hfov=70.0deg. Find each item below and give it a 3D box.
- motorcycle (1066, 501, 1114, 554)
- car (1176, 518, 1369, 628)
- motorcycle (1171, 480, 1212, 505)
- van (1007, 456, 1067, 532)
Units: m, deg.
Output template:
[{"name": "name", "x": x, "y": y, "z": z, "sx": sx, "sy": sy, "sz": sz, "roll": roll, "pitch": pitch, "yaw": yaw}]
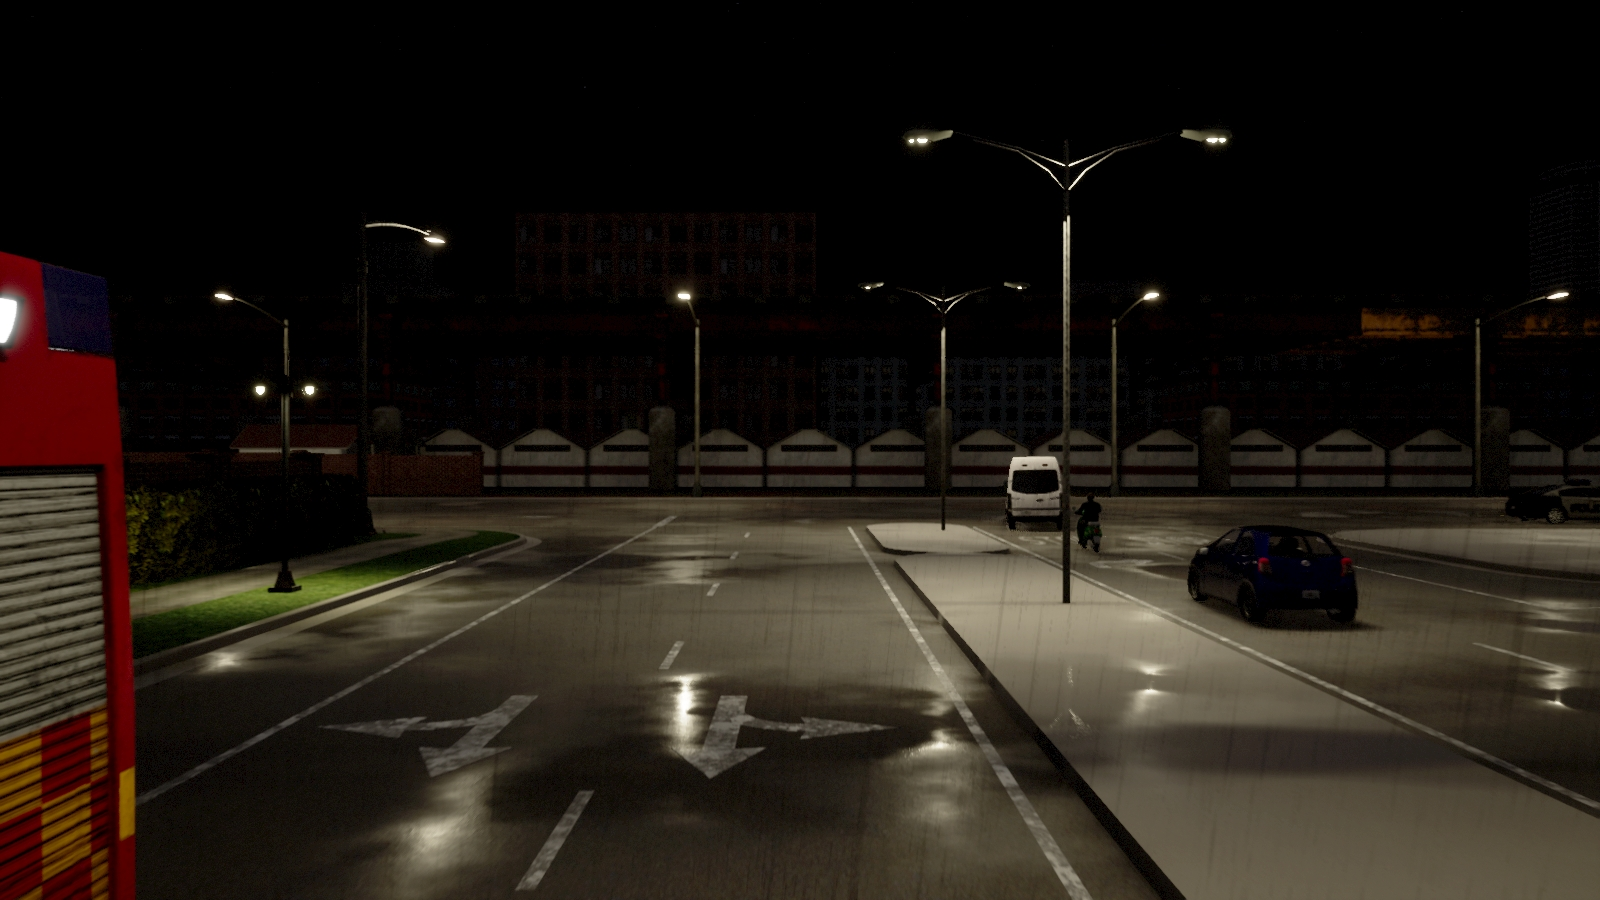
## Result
[{"name": "motorcycle", "x": 8.005, "y": 2.128, "z": 31.622, "sx": 0.856, "sy": 1.341, "sz": 1.805, "roll": 0, "pitch": 0, "yaw": 0}, {"name": "car", "x": 8.010, "y": 2.036, "z": 19.738, "sx": 1.845, "sy": 1.501, "sz": 3.633, "roll": 0, "pitch": 0, "yaw": 0}, {"name": "motorcycle", "x": 20.070, "y": 2.179, "z": 58.588, "sx": 1.805, "sy": 1.236, "sz": 0.856, "roll": 0, "pitch": 0, "yaw": 0}, {"name": "van", "x": 8.732, "y": 1.532, "z": 42.388, "sx": 1.988, "sy": 2.561, "sz": 5.915, "roll": -1, "pitch": 0, "yaw": 11}]
